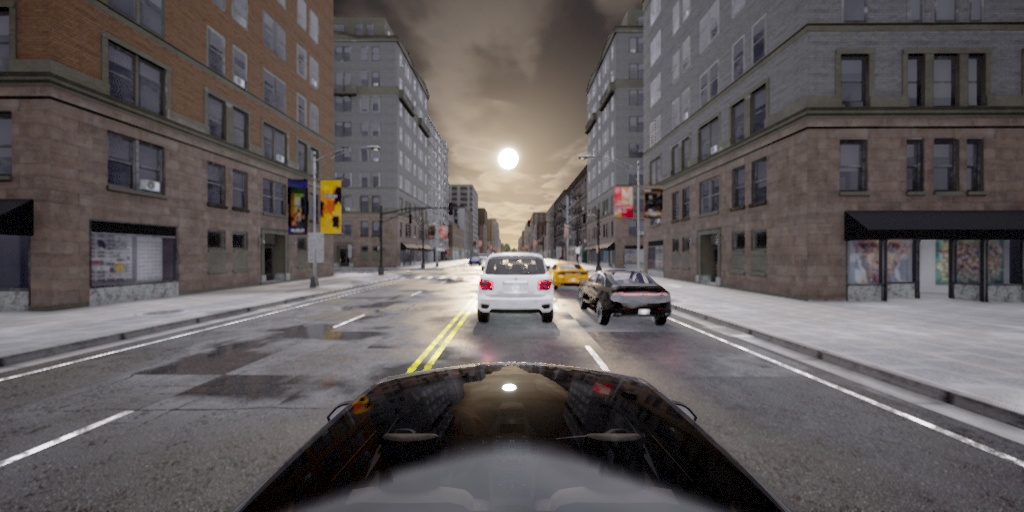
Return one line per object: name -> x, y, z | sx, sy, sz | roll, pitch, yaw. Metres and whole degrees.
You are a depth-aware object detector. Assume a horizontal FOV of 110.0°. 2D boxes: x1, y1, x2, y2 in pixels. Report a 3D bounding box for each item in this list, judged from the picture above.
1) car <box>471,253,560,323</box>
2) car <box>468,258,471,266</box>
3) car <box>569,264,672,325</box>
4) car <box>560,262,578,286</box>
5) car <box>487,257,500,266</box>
car -> 0.115, 0.907, 11.985 | 2.150, 2.045, 5.566 | 0, 0, 1
car -> -6.457, 0.859, 62.440 | 1.882, 1.535, 5.008 | 0, 0, 1
car -> 3.357, 1.180, 11.488 | 2.128, 1.511, 4.902 | 0, 0, 0
car -> 3.284, 1.104, 21.623 | 1.882, 1.535, 5.008 | 0, 0, 0
car -> -3.207, 0.945, 62.528 | 1.994, 1.385, 4.181 | 0, 0, 1
